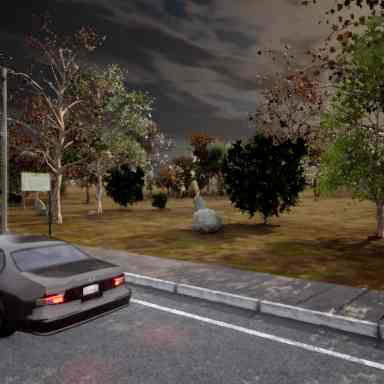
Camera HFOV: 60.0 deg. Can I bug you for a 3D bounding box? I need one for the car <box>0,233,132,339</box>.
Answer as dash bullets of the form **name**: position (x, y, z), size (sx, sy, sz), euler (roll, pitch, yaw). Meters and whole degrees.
- **car**: position (-3.596, 1.547, 6.571), size (5.357, 1.411, 2.033), euler (0, 0, 36)
